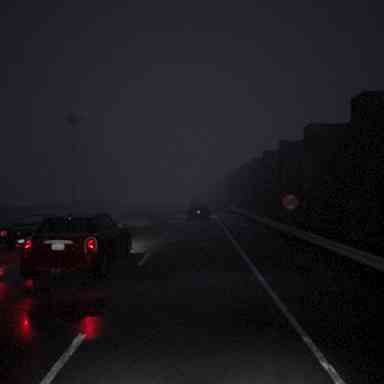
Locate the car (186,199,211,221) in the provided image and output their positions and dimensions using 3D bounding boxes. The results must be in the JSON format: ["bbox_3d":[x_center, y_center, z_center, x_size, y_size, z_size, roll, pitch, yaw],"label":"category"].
[{"bbox_3d":[0.568,1.634,28.979,2.163,1.488,4.792,0,0,1],"label":"car"}]

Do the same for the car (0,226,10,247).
[{"bbox_3d":[-6.697,1.665,15.319,1.895,1.301,4.718,0,0,1],"label":"car"}]

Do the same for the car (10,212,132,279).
[{"bbox_3d":[-3.281,1.396,10.366,2.097,1.767,4.553,0,0,1],"label":"car"}]
